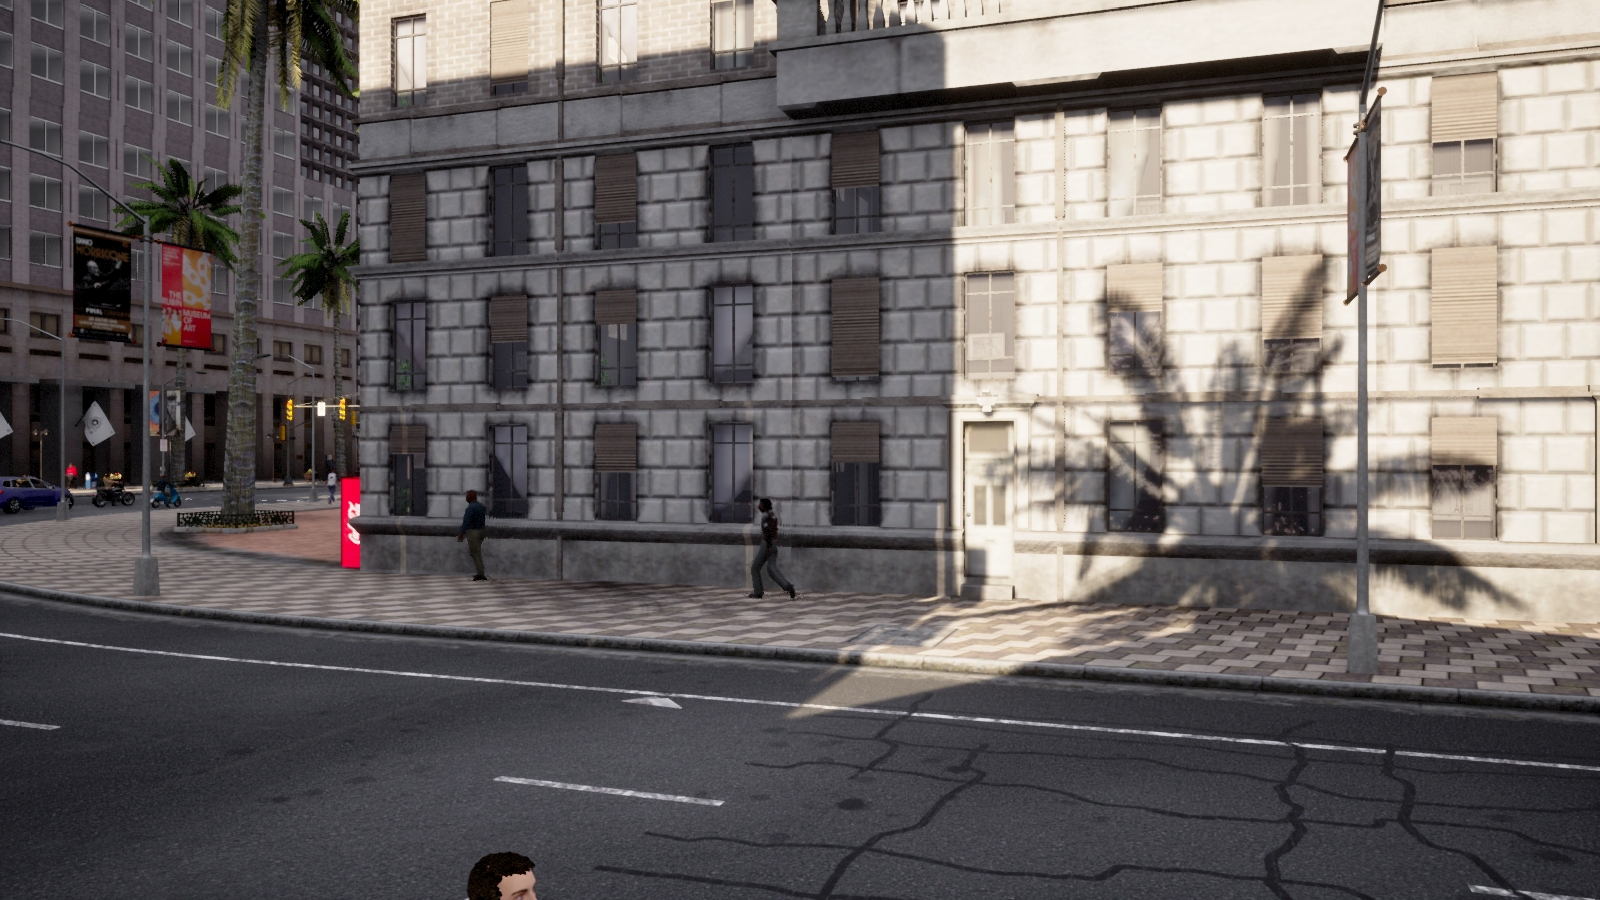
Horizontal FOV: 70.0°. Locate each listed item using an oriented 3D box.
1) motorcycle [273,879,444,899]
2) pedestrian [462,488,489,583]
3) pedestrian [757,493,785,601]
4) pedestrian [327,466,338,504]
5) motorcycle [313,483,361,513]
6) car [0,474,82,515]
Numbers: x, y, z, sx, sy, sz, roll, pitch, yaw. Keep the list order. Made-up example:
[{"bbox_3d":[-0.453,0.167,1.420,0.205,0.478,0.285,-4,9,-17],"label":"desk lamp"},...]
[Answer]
[{"bbox_3d":[-1.030,2.213,3.640,2.033,1.145,0.803,0,0,20],"label":"motorcycle"},{"bbox_3d":[-6.475,1.696,22.781,0.375,1.860,0.375,0,0,20],"label":"pedestrian"},{"bbox_3d":[-0.503,1.696,20.069,0.375,1.860,0.375,0,0,23],"label":"pedestrian"},{"bbox_3d":[-22.658,1.696,55.362,0.375,1.860,0.375,0,0,-6],"label":"pedestrian"},{"bbox_3d":[-21.134,2.170,52.239,0.764,1.277,2.356,0,0,16],"label":"motorcycle"},{"bbox_3d":[-35.215,1.968,51.598,2.242,1.667,4.611,0,0,9],"label":"car"}]
